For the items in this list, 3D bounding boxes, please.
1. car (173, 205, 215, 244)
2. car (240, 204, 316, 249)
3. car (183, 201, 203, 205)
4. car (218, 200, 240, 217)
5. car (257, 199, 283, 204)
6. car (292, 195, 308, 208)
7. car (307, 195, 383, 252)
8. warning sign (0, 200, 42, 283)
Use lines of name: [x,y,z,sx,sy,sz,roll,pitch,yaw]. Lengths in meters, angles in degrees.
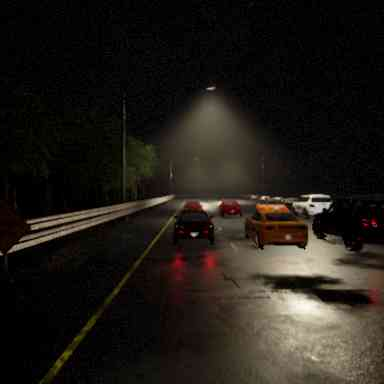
car: [0.088,1.575,16.112,1.812,1.442,4.674,0,0,0]
car: [3.568,1.524,14.809,1.882,1.535,5.008,0,0,0]
car: [0.088,1.590,31.495,1.812,1.442,4.674,0,0,0]
car: [3.588,1.542,31.959,1.882,1.535,5.008,0,0,0]
car: [7.083,1.417,30.117,2.097,1.767,4.553,0,0,0]
car: [10.586,1.285,29.533,2.150,2.045,5.566,0,0,0]
car: [7.085,1.267,14.226,2.150,2.045,5.566,0,0,0]
warning sign: [-4.544,1.146,8.118,1.300,1.860,1.060,0,0,0]
